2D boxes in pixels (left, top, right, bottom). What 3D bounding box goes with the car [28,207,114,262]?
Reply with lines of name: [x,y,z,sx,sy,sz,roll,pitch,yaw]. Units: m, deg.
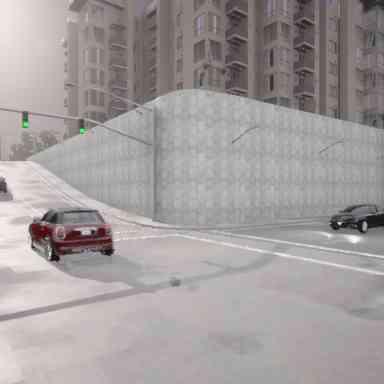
car: [-4.694,1.351,12.548,2.097,1.767,4.553,0,0,-36]

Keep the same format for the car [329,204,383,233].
car: [10.164,1.504,19.853,4.892,1.490,1.837,0,0,-36]

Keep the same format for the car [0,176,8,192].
car: [-20.060,-0.950,33.918,1.837,1.490,4.892,0,11,-36]
